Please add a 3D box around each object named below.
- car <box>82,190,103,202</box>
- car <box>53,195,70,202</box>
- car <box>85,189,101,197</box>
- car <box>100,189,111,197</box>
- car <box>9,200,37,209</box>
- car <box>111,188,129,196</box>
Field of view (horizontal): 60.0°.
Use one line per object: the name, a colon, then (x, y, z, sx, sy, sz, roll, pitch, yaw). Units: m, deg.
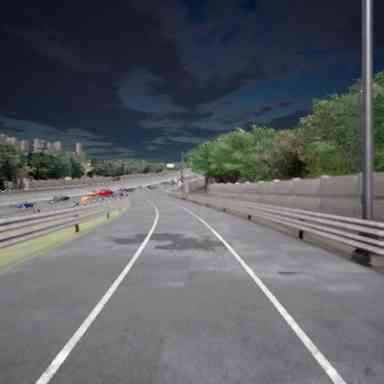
car: (-20.264, 1.212, 66.649, 2.097, 1.767, 4.553, 0, 3, 6)
car: (-27.038, 1.275, 69.062, 2.128, 1.511, 4.902, 0, 3, 6)
car: (-25.242, 0.260, 84.898, 2.097, 1.767, 4.553, 0, 3, 7)
car: (-21.755, 0.152, 84.578, 2.150, 2.045, 5.566, 0, 3, 7)
car: (-25.563, 1.940, 50.418, 1.882, 1.535, 5.008, 0, 3, 6)
car: (-18.279, 0.506, 84.192, 1.994, 1.385, 4.181, 0, 3, 7)
